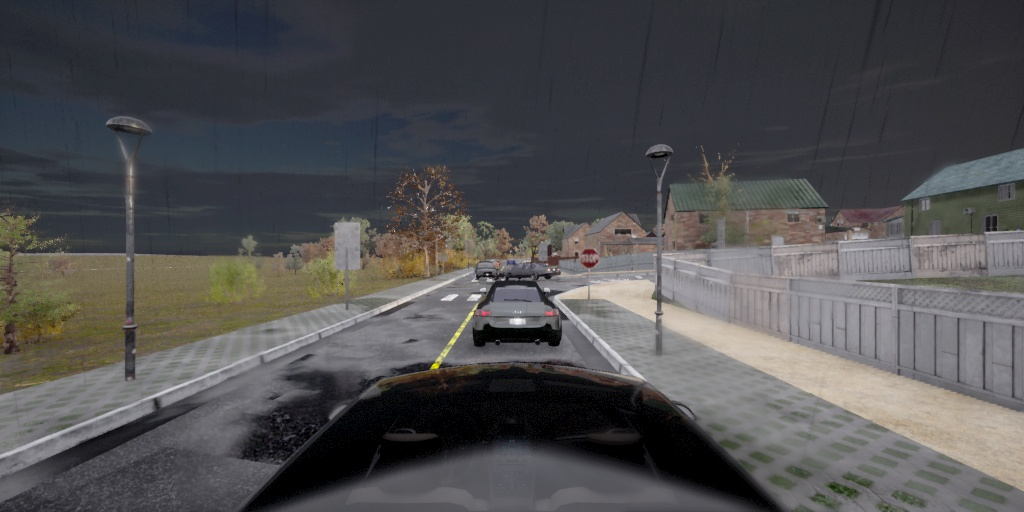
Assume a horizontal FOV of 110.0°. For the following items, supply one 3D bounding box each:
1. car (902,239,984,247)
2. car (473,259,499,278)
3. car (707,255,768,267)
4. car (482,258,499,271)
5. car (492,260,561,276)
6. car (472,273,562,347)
[{"bbox_3d":[23.848,-0.208,20.386,4.902,1.511,2.128,-3,0,14],"label":"car"},{"bbox_3d":[-2.314,1.257,31.287,1.837,1.490,4.892,0,0,-8],"label":"car"},{"bbox_3d":[14.343,0.413,22.788,4.181,1.385,1.994,-3,0,16],"label":"car"},{"bbox_3d":[-2.952,1.120,51.104,2.097,1.767,4.553,0,0,1],"label":"car"},{"bbox_3d":[1.280,1.197,28.383,5.357,1.411,2.033,-4,-3,43],"label":"car"},{"bbox_3d":[0.086,1.313,9.366,1.994,1.385,4.181,0,0,-1],"label":"car"}]
